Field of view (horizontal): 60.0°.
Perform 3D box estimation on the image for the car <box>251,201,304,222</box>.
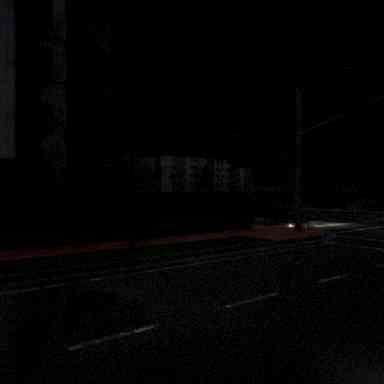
[{"bbox_3d":[6.413,1.478,26.374,1.882,1.535,5.008,0,0,-38],"label":"car"}]
